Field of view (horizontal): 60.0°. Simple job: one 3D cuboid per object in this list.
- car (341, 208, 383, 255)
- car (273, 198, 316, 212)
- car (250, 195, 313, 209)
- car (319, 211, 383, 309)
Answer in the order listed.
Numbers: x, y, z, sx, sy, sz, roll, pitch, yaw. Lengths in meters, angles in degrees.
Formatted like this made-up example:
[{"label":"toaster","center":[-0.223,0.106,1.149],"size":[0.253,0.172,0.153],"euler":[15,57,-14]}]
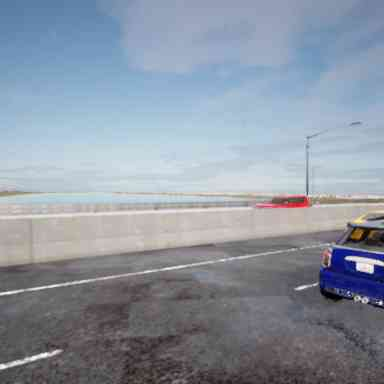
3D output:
[{"label":"car","center":[8.599,1.521,14.132],"size":[5.008,1.535,1.882],"euler":[0,0,-35]},{"label":"car","center":[11.659,1.424,37.785],"size":[4.902,1.511,2.128],"euler":[0,0,-35]},{"label":"car","center":[6.989,1.282,26.066],"size":[5.566,2.045,2.150],"euler":[0,0,-35]},{"label":"car","center":[4.817,1.375,7.167],"size":[4.553,1.767,2.097],"euler":[0,0,-35]}]
